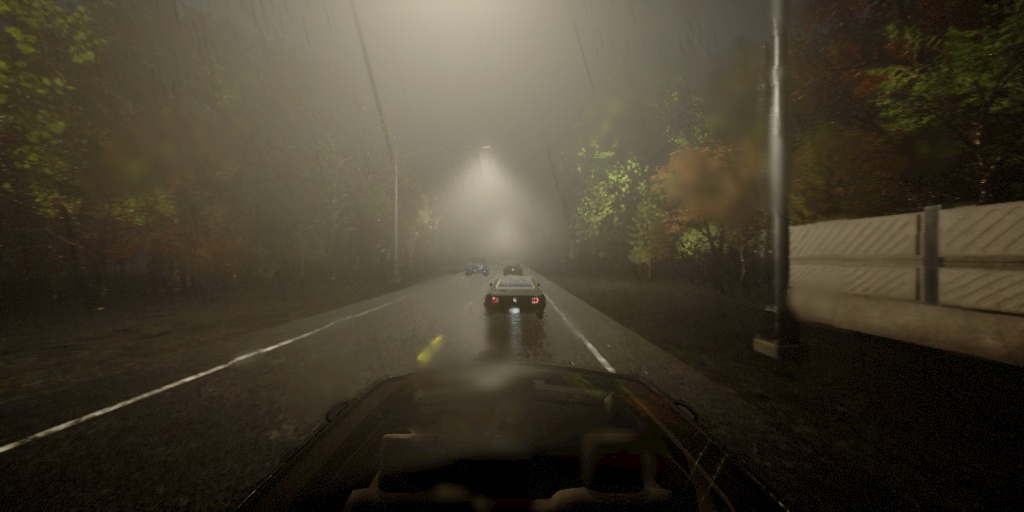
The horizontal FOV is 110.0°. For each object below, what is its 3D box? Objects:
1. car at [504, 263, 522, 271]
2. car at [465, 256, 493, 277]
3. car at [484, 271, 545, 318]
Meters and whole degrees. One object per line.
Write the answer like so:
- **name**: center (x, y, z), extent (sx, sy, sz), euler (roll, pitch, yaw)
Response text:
- **car**: center (0.113, 1.427, 39.666), extent (1.994, 1.385, 4.181), euler (0, 0, 0)
- **car**: center (-3.579, 1.068, 37.782), extent (2.150, 2.045, 5.566), euler (0, 0, 0)
- **car**: center (0.102, 1.392, 13.228), extent (1.895, 1.301, 4.718), euler (0, 0, 0)
